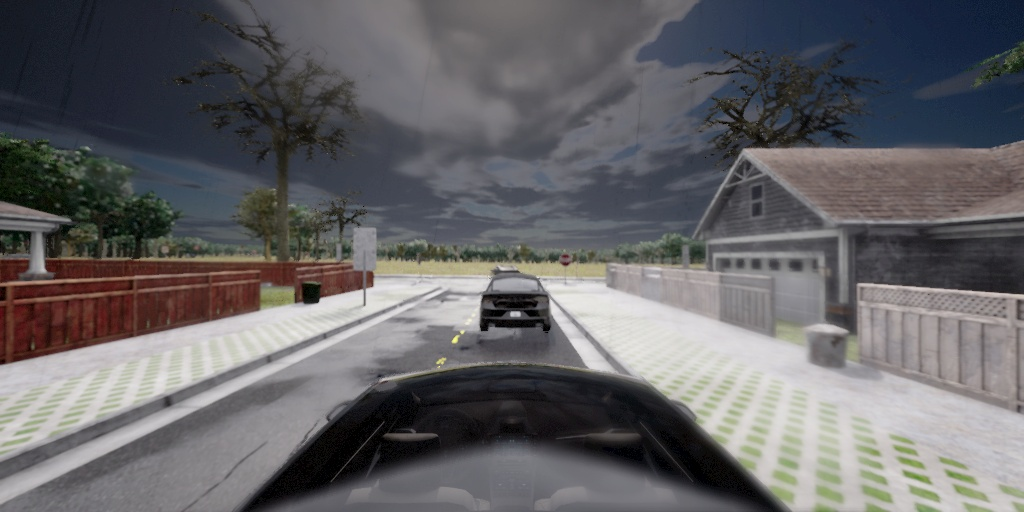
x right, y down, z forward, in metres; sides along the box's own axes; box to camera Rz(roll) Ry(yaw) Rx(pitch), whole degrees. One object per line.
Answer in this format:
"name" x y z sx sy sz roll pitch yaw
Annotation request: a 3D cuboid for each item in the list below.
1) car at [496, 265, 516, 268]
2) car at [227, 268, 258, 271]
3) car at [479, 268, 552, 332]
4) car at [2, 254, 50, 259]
"car" -0.558 1.413 26.896 2.128 1.511 4.902 1 -1 -11
"car" -22.616 1.158 29.010 5.357 1.411 2.033 1 0 0
"car" 0.097 1.287 11.134 1.882 1.535 5.008 0 -1 0
"car" -43.646 0.638 31.788 4.553 1.767 2.097 1 0 -2
